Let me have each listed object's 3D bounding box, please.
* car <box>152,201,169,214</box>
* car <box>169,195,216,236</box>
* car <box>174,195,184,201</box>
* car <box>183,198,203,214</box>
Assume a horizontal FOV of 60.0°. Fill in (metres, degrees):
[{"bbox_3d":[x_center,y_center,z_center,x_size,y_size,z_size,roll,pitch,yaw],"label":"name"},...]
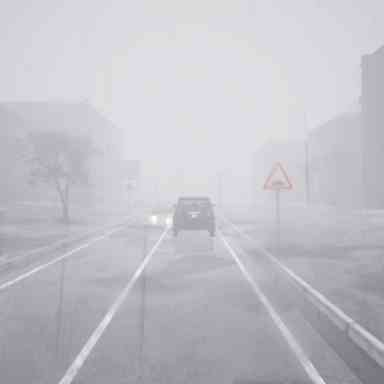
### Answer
[{"bbox_3d":[-3.089,1.611,34.940,1.895,1.301,4.718,0,0,0],"label":"car"},{"bbox_3d":[0.103,1.235,18.543,2.150,2.045,5.566,0,0,0],"label":"car"},{"bbox_3d":[-2.989,1.312,75.704,2.033,1.411,5.357,0,0,0],"label":"car"},{"bbox_3d":[0.105,1.499,36.879,2.128,1.511,4.902,0,0,0],"label":"car"}]
